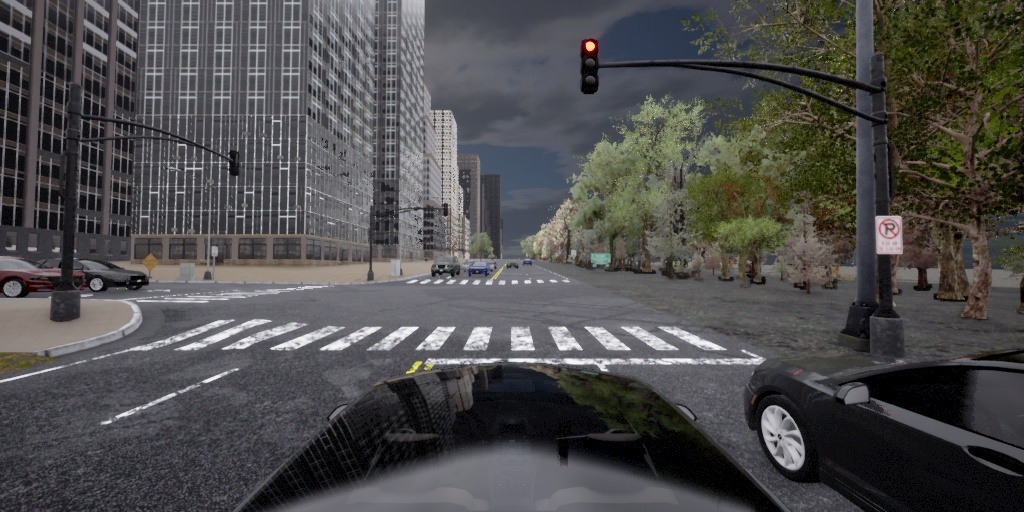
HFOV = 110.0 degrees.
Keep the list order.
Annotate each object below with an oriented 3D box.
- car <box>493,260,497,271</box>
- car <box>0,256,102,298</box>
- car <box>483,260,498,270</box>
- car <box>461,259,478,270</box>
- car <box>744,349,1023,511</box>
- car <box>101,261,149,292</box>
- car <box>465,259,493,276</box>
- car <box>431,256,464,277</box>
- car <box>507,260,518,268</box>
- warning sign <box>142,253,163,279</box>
[{"bbox_3d":[-3.346,1.381,46.403,1.895,1.301,4.718,0,0,0],"label":"car"},{"bbox_3d":[-19.373,0.746,13.594,5.008,1.535,1.882,1,-2,-3],"label":"car"},{"bbox_3d":[-3.339,1.334,56.618,2.033,1.411,5.357,0,0,0],"label":"car"},{"bbox_3d":[-6.582,1.278,56.366,2.128,1.511,4.902,0,0,0],"label":"car"},{"bbox_3d":[3.348,1.248,1.788,1.837,1.490,4.892,-1,0,0],"label":"car"},{"bbox_3d":[-20.054,0.881,16.809,4.892,1.490,1.837,1,-2,-4],"label":"car"},{"bbox_3d":[-3.342,1.251,37.078,1.882,1.535,5.008,0,0,0],"label":"car"},{"bbox_3d":[-6.598,0.994,36.222,2.150,2.045,5.566,0,0,0],"label":"car"},{"bbox_3d":[0.103,1.294,59.438,1.895,1.301,4.718,-1,2,0],"label":"car"},{"bbox_3d":[-26.158,0.734,25.879,1.060,1.860,1.300,0,0,-4],"label":"warning sign"}]
